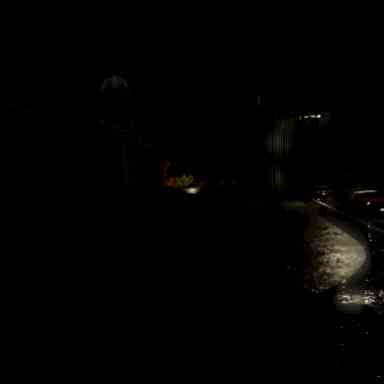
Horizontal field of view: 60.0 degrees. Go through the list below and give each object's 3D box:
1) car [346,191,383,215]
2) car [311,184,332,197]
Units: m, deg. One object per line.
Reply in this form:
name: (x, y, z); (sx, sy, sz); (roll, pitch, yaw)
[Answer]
car: (11.219, 0.612, 20.923); (1.895, 1.301, 4.718); (-2, 2, 13)
car: (15.739, -0.253, 40.804); (2.033, 1.411, 5.357); (-2, 2, 13)
